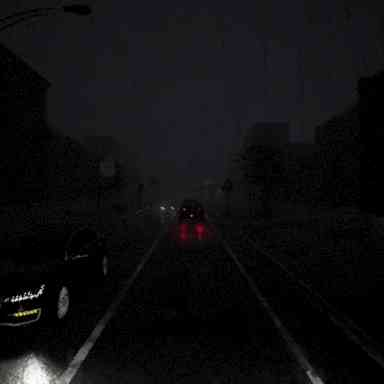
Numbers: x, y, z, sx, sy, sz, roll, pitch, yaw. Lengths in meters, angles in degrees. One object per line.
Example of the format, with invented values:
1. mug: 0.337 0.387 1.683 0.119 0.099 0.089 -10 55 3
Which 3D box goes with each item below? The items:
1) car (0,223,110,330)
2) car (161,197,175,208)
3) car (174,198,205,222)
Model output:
1. car: -3.136 1.502 7.221 1.837 1.490 4.892 0 0 0
2. car: -3.343 1.426 47.555 1.812 1.442 4.674 0 0 0
3. car: -0.040 1.449 25.744 2.128 1.511 4.902 0 0 0
